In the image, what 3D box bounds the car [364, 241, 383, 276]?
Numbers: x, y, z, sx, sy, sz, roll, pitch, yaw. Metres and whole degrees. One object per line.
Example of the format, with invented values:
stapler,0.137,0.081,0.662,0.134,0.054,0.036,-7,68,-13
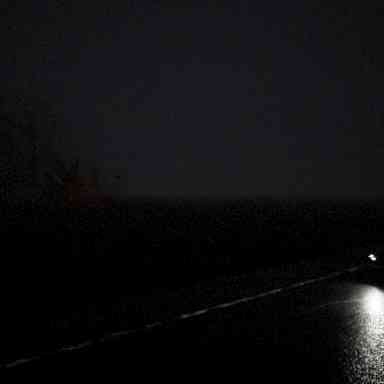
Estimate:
car,6.810,1.462,9.001,5.357,1.411,2.033,-1,0,-37
